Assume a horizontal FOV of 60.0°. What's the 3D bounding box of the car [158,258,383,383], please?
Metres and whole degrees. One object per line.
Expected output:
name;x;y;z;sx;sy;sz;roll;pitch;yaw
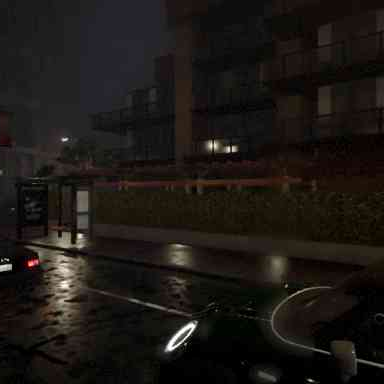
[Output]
car;1.882;1.352;2.662;4.553;1.767;2.097;0;0;35

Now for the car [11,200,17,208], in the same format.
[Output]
car;-22.065;1.505;46.547;1.837;1.490;4.892;0;0;36

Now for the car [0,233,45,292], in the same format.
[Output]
car;-5.735;1.547;8.039;5.357;1.411;2.033;0;0;36

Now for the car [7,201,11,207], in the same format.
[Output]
car;-24.563;1.477;49.090;1.882;1.535;5.008;0;0;35
